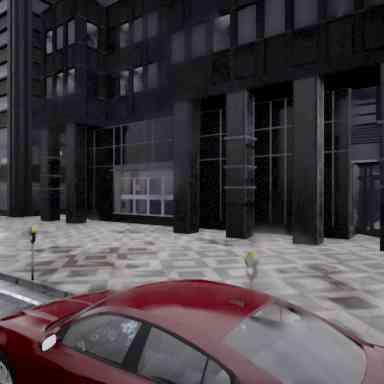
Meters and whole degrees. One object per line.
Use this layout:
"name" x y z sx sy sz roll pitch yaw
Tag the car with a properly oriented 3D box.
"car" -0.227 1.544 3.123 4.507 1.381 1.887 0 0 35
